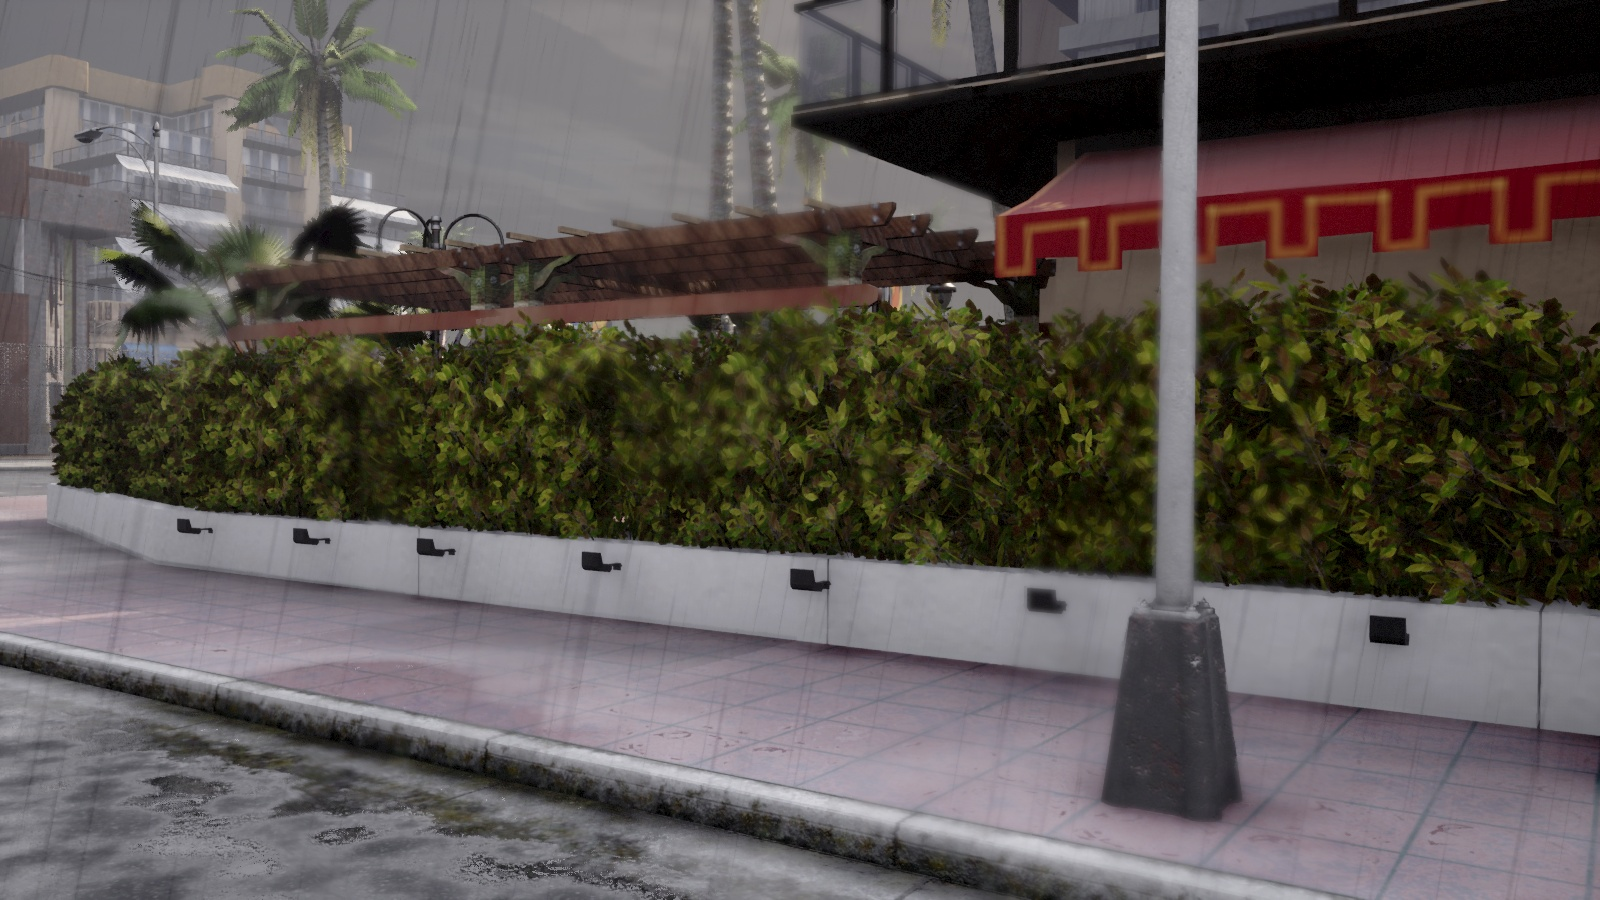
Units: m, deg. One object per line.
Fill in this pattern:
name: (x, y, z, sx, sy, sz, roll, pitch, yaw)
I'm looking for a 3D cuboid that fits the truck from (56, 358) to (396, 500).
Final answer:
truck: (-15.532, -0.581, 34.491, 7.936, 3.462, 2.891, -1, 1, -44)
